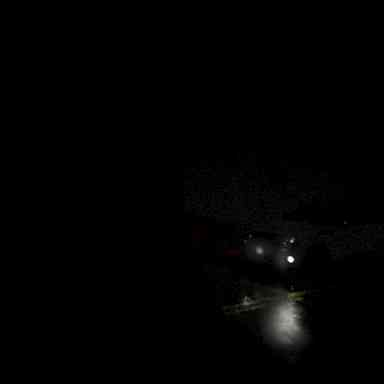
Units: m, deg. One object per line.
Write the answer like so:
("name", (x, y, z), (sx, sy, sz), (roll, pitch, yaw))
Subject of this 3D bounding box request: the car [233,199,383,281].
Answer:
("car", (4.286, 1.254, 10.195), (5.566, 2.045, 2.150), (1, 0, -27))

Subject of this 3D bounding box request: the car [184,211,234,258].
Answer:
("car", (-0.755, 1.439, 11.400), (5.008, 1.535, 1.882), (1, 0, -29))
